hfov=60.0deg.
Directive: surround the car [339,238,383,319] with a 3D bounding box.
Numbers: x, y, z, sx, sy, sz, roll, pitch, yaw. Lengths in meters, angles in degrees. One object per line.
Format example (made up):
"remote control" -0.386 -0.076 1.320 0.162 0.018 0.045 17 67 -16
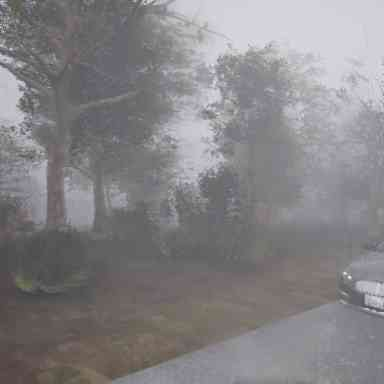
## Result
"car" 4.886 1.498 6.795 4.902 1.511 2.128 0 0 -38
